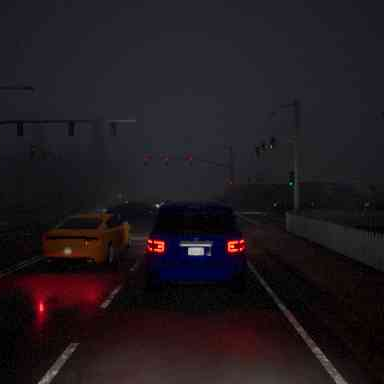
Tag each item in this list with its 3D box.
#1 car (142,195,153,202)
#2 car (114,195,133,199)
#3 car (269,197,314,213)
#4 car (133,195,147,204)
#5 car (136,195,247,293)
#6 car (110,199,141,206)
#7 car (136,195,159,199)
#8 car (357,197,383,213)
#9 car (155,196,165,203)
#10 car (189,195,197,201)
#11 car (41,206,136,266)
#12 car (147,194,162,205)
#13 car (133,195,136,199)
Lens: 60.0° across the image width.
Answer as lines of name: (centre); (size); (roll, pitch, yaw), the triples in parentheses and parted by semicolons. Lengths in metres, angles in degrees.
car: (-10.309, 1.524, 76.943); (1.812, 1.442, 4.674); (0, 0, 0)
car: (-10.477, 1.492, 48.207); (2.128, 1.511, 4.902); (0, 0, 0)
car: (10.736, 1.352, 36.049); (4.553, 1.767, 2.097); (0, 0, -1)
car: (-10.354, 1.478, 66.688); (1.882, 1.535, 5.008); (0, 0, 1)
car: (0.085, 1.221, 8.996); (2.150, 2.045, 5.566); (0, 0, 0)
car: (-3.950, 1.477, 25.160); (5.008, 1.535, 1.882); (0, 0, 0)
car: (-6.966, 1.547, 52.205); (2.033, 1.411, 5.357); (0, 0, 0)
car: (20.518, 1.352, 36.268); (4.553, 1.767, 2.097); (0, 0, -1)
car: (-6.822, 1.524, 71.685); (1.812, 1.442, 4.674); (0, 0, 0)
car: (0.221, 1.540, 88.985); (2.033, 1.411, 5.357); (0, 0, 0)
car: (-3.395, 1.478, 11.619); (1.882, 1.535, 5.008); (0, 0, 0)
car: (-6.911, 1.352, 61.686); (2.097, 1.767, 4.553); (0, 0, 0)
car: (-10.436, 1.352, 57.419); (2.097, 1.767, 4.553); (0, 0, 0)
